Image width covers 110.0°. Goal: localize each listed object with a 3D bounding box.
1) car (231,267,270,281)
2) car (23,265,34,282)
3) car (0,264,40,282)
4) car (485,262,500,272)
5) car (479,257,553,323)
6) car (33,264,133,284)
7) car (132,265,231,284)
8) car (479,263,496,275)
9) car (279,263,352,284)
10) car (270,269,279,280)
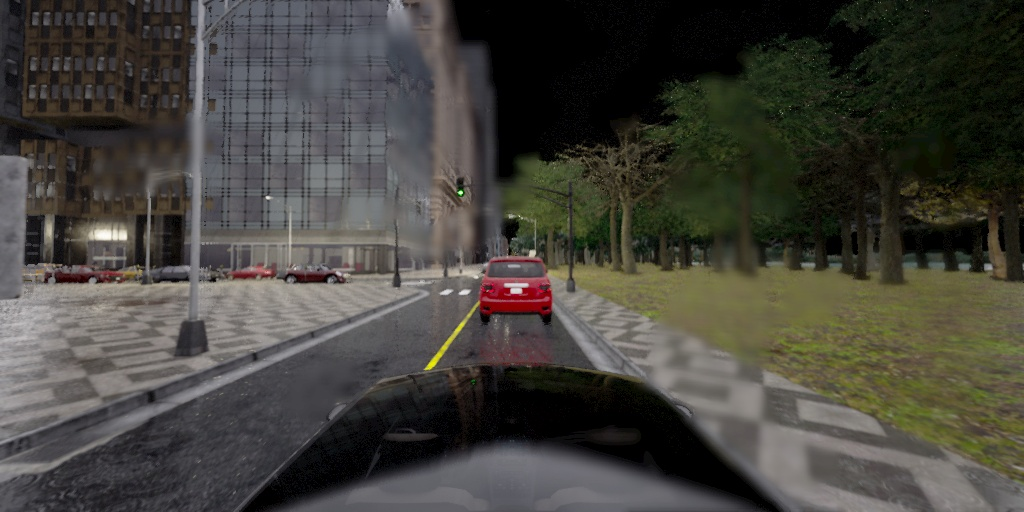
[{"bbox_3d":[-24.439,1.649,33.695,4.207,1.307,1.802,0,0,0],"label":"car"},{"bbox_3d":[-35.251,1.333,25.178,4.829,1.417,1.751,0,0,0],"label":"car"},{"bbox_3d":[-44.671,1.486,31.010,4.902,1.511,2.128,0,-2,1],"label":"car"},{"bbox_3d":[-2.969,1.699,55.649,1.994,1.385,4.181,0,-1,1],"label":"car"},{"bbox_3d":[0.119,1.033,12.445,2.150,2.045,5.566,0,0,0],"label":"car"},{"bbox_3d":[-29.934,1.350,25.176,4.507,1.381,1.888,0,0,0],"label":"car"},{"bbox_3d":[-25.532,1.433,27.862,5.357,1.411,2.033,0,-2,0],"label":"car"},{"bbox_3d":[-3.037,1.594,45.605,2.033,1.411,5.357,0,0,-3],"label":"car"},{"bbox_3d":[-13.503,1.234,25.170,4.097,1.591,1.967,0,0,-1],"label":"car"},{"bbox_3d":[-15.377,1.428,27.910,5.357,1.411,2.033,0,-2,6],"label":"car"}]
